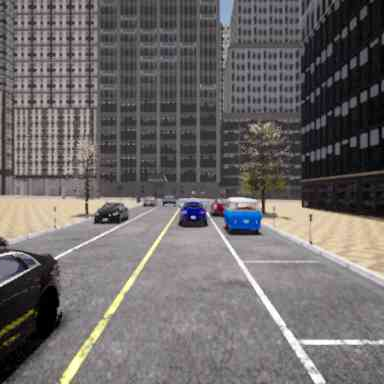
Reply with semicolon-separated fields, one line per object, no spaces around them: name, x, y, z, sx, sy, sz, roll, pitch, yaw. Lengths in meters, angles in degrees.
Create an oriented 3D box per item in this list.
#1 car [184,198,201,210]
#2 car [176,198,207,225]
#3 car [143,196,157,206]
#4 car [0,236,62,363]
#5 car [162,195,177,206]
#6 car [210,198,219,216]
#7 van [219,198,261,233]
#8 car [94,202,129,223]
car;0.069;1.368;39.174;1.895;1.301;4.718;0;0;0
car;0.083;1.390;22.908;1.812;1.442;4.674;0;1;0
car;-5.844;1.273;46.608;2.008;1.369;4.403;1;0;0
car;-3.102;1.469;3.700;2.128;1.511;4.902;0;0;0
car;-3.032;1.075;45.431;2.033;1.411;5.357;0;0;0
car;2.679;1.265;29.679;1.967;1.590;4.097;1;0;0
van;2.689;1.233;18.396;1.690;1.788;3.998;1;0;0
car;-5.699;1.424;24.040;1.947;1.339;4.313;1;0;0
